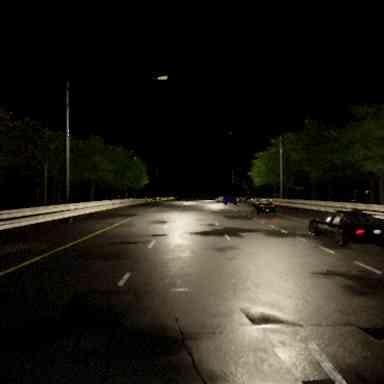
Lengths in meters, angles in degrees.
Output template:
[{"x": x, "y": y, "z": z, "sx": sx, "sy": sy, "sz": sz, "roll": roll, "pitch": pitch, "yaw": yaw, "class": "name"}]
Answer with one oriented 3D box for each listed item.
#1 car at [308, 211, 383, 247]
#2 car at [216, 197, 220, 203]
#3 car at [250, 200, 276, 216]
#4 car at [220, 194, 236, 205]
[{"x": 7.026, "y": 1.556, "z": 15.121, "sx": 2.033, "sy": 1.411, "sz": 5.357, "roll": 0, "pitch": 0, "yaw": 0, "class": "car"}, {"x": 7.374, "y": 2.080, "z": 87.874, "sx": 1.812, "sy": 1.442, "sz": 4.674, "roll": 0, "pitch": -1, "yaw": 1, "class": "car"}, {"x": 7.047, "y": 1.522, "z": 33.381, "sx": 2.128, "sy": 1.511, "sz": 4.902, "roll": 0, "pitch": 0, "yaw": 0, "class": "car"}, {"x": 7.189, "y": 1.465, "z": 63.792, "sx": 2.150, "sy": 2.045, "sz": 5.566, "roll": 0, "pitch": -1, "yaw": 0, "class": "car"}]
